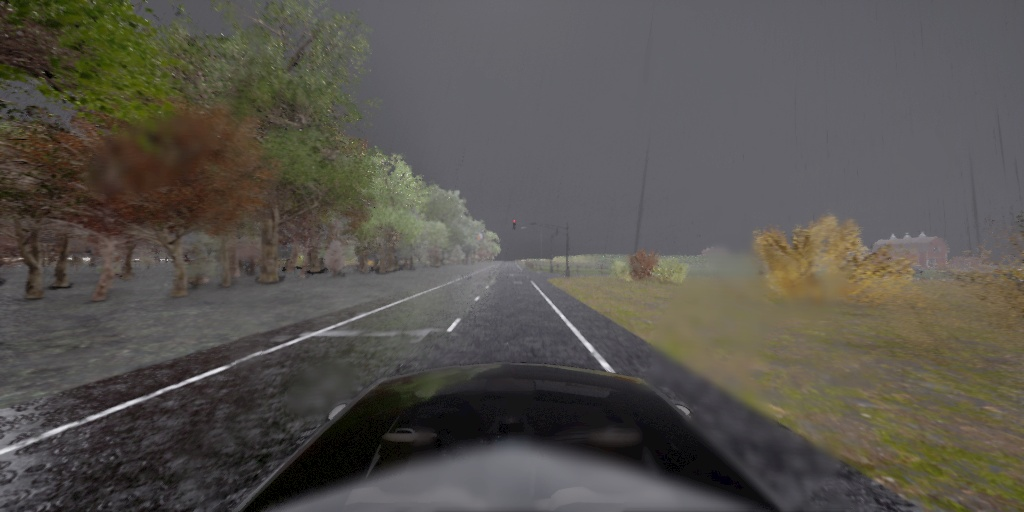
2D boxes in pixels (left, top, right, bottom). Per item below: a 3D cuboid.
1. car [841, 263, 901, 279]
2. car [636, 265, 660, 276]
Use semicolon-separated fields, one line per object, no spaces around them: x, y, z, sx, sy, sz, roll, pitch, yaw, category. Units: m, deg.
45.625;1.890;46.055;5.566;2.045;2.150;1;-1;0;car
18.311;1.877;46.169;4.674;1.442;1.812;1;-1;0;car
